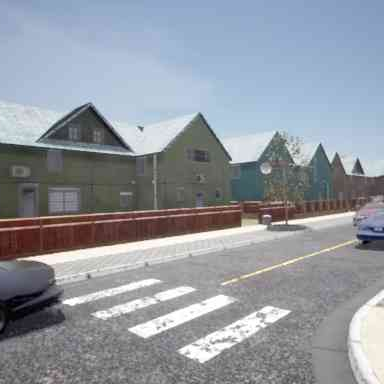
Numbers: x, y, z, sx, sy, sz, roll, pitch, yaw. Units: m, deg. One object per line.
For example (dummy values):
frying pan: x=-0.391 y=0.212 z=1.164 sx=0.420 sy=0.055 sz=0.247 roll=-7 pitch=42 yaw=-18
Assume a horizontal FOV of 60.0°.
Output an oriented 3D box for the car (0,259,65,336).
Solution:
car: x=-4.687 y=1.661 z=4.705 sx=2.033 sy=1.411 sz=5.357 roll=-2 pitch=-1 yaw=44

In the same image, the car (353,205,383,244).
car: x=8.857 y=1.456 z=14.490 sx=2.033 sy=1.411 sz=5.357 roll=-2 pitch=-1 yaw=44

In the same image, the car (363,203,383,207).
car: x=12.416 y=1.470 z=22.418 sx=1.812 sy=1.442 sz=4.674 roll=-2 pitch=-1 yaw=44
